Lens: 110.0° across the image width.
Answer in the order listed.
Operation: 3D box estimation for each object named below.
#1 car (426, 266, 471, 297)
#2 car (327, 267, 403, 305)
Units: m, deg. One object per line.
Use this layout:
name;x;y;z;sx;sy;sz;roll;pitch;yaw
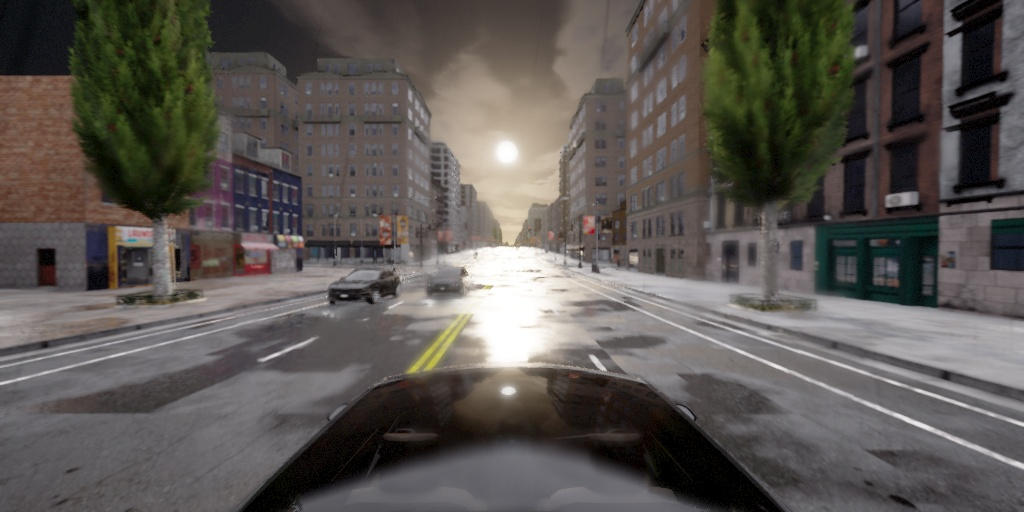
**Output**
car;-3.351;1.323;19.658;1.837;1.490;4.892;0;0;0
car;-6.602;1.298;16.611;1.882;1.535;5.008;0;0;0
